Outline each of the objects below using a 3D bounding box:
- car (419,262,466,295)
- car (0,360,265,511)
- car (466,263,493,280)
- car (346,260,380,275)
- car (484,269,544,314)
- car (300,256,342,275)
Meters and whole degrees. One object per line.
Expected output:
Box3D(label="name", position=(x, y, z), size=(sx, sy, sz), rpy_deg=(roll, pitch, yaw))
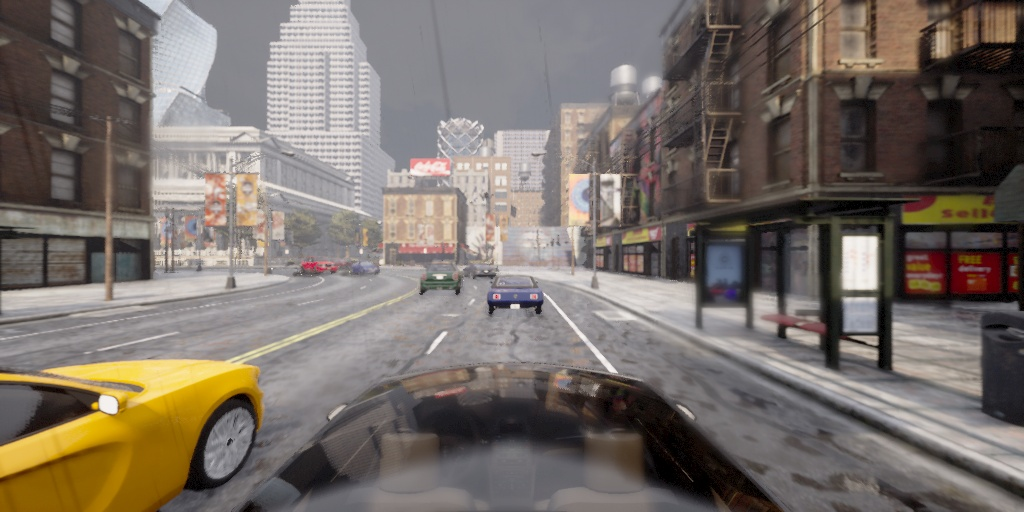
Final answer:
Box3D(label="car", position=(-3.889, 1.109, 20.283), size=(2.097, 1.767, 4.553), rpy_deg=(0, 0, -6))
Box3D(label="car", position=(-3.399, 1.228, 1.546), size=(1.882, 1.535, 5.008), rpy_deg=(0, 0, 0))
Box3D(label="car", position=(-3.065, 1.309, 31.578), size=(2.033, 1.411, 5.357), rpy_deg=(0, 0, -22))
Box3D(label="car", position=(-15.996, 1.290, 38.928), size=(1.812, 1.442, 4.674), rpy_deg=(0, 0, -43))
Box3D(label="car", position=(0.060, 1.355, 13.869), size=(1.895, 1.301, 4.718), rpy_deg=(0, 0, -1))
Box3D(label="car", position=(-21.230, 0.988, 39.303), size=(5.566, 2.045, 2.150), rpy_deg=(0, -1, 40))
